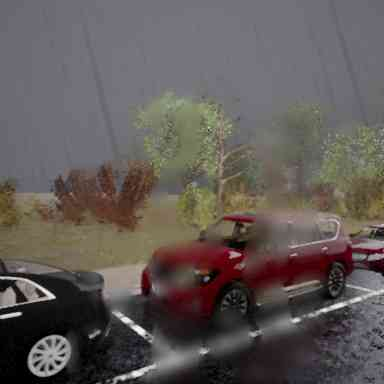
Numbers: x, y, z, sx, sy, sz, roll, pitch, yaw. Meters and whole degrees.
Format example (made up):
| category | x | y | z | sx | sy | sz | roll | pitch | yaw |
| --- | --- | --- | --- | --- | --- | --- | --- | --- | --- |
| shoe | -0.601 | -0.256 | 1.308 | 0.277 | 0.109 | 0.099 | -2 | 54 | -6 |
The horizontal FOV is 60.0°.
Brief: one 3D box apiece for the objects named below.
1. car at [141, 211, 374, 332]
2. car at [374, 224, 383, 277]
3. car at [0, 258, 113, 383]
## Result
| category | x | y | z | sx | sy | sz | roll | pitch | yaw |
| --- | --- | --- | --- | --- | --- | --- | --- | --- | --- |
| car | 1.460 | 1.372 | 7.128 | 5.009 | 1.841 | 2.192 | 1 | 0 | -35 |
| car | 6.059 | 1.700 | 10.411 | 4.206 | 1.307 | 1.802 | 1 | 0 | -35 |
| car | -3.147 | 1.546 | 3.846 | 4.403 | 1.369 | 2.008 | 1 | 0 | -35 |
